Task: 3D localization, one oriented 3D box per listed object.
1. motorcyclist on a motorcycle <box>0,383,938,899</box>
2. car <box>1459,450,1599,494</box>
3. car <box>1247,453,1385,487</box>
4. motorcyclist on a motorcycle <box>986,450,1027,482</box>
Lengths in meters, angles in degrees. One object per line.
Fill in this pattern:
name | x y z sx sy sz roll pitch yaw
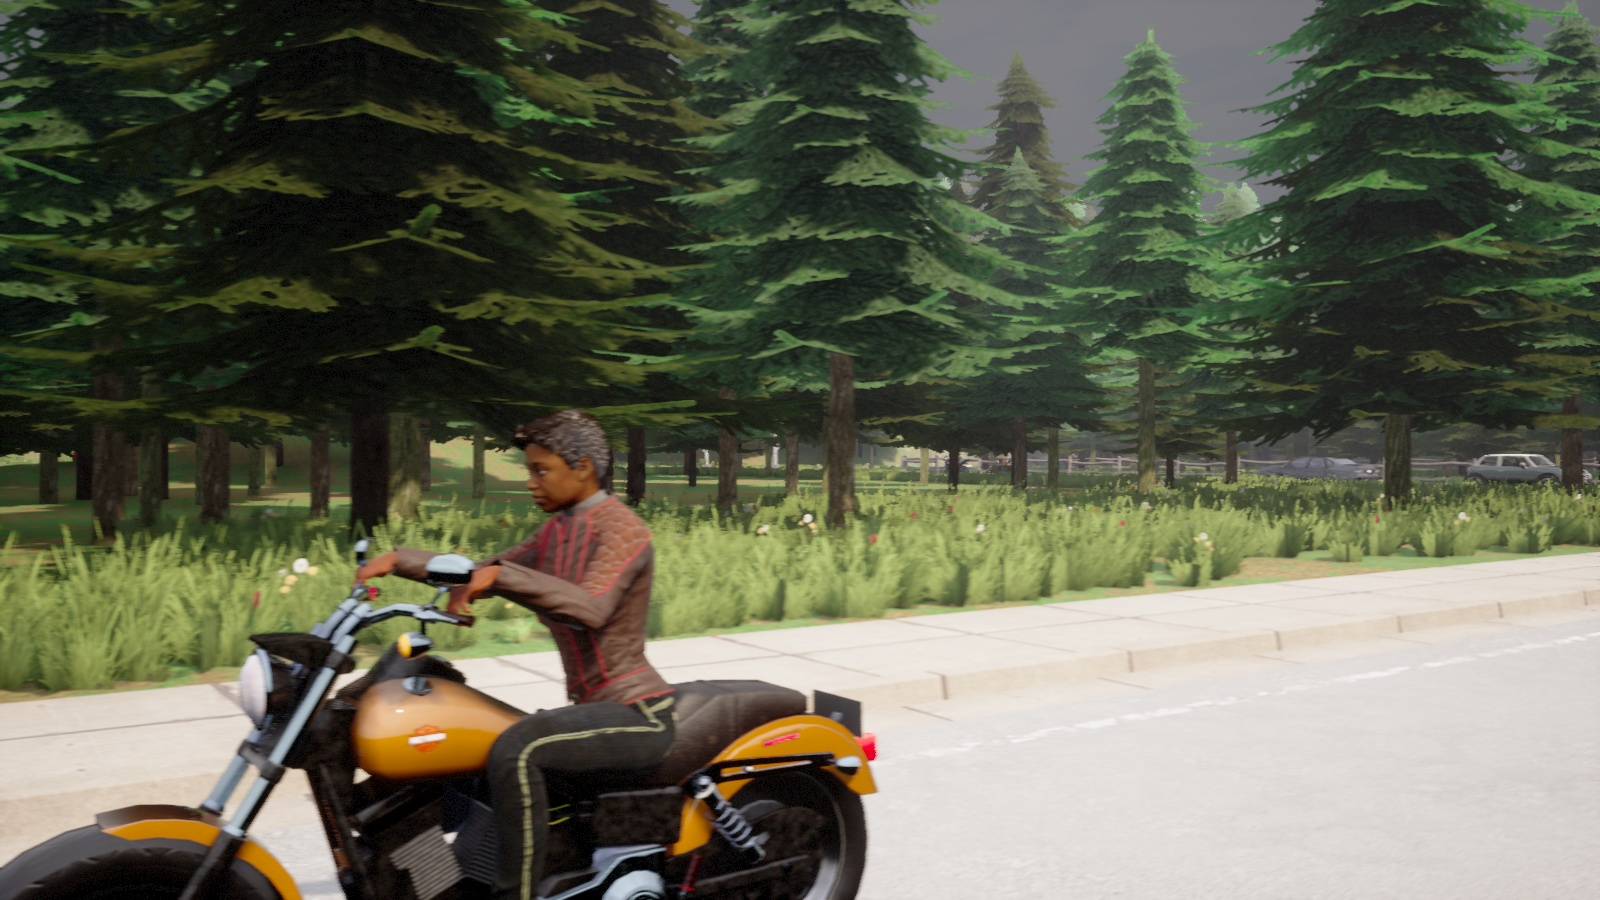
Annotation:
motorcyclist on a motorcycle | -0.807 0.705 3.088 2.350 1.649 0.766 0 0 -35
car | 25.551 0.731 44.110 1.970 1.475 3.806 0 0 -32
car | 22.531 0.854 55.024 2.033 1.411 5.357 0 0 -34
motorcyclist on a motorcycle | 10.863 0.811 66.197 0.766 1.649 2.350 0 0 -34
